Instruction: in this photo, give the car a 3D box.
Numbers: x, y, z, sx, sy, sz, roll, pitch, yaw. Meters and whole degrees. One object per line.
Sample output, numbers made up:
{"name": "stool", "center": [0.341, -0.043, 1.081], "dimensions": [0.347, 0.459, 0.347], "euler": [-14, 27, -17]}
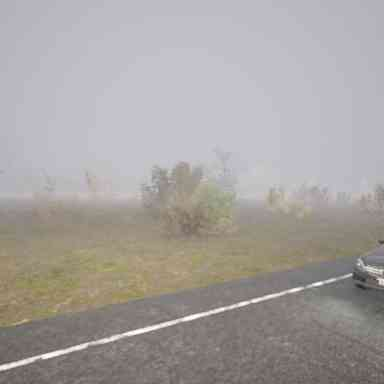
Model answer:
{"name": "car", "center": [5.794, 1.573, 8.055], "dimensions": [4.674, 1.442, 1.812], "euler": [0, 0, -36]}
